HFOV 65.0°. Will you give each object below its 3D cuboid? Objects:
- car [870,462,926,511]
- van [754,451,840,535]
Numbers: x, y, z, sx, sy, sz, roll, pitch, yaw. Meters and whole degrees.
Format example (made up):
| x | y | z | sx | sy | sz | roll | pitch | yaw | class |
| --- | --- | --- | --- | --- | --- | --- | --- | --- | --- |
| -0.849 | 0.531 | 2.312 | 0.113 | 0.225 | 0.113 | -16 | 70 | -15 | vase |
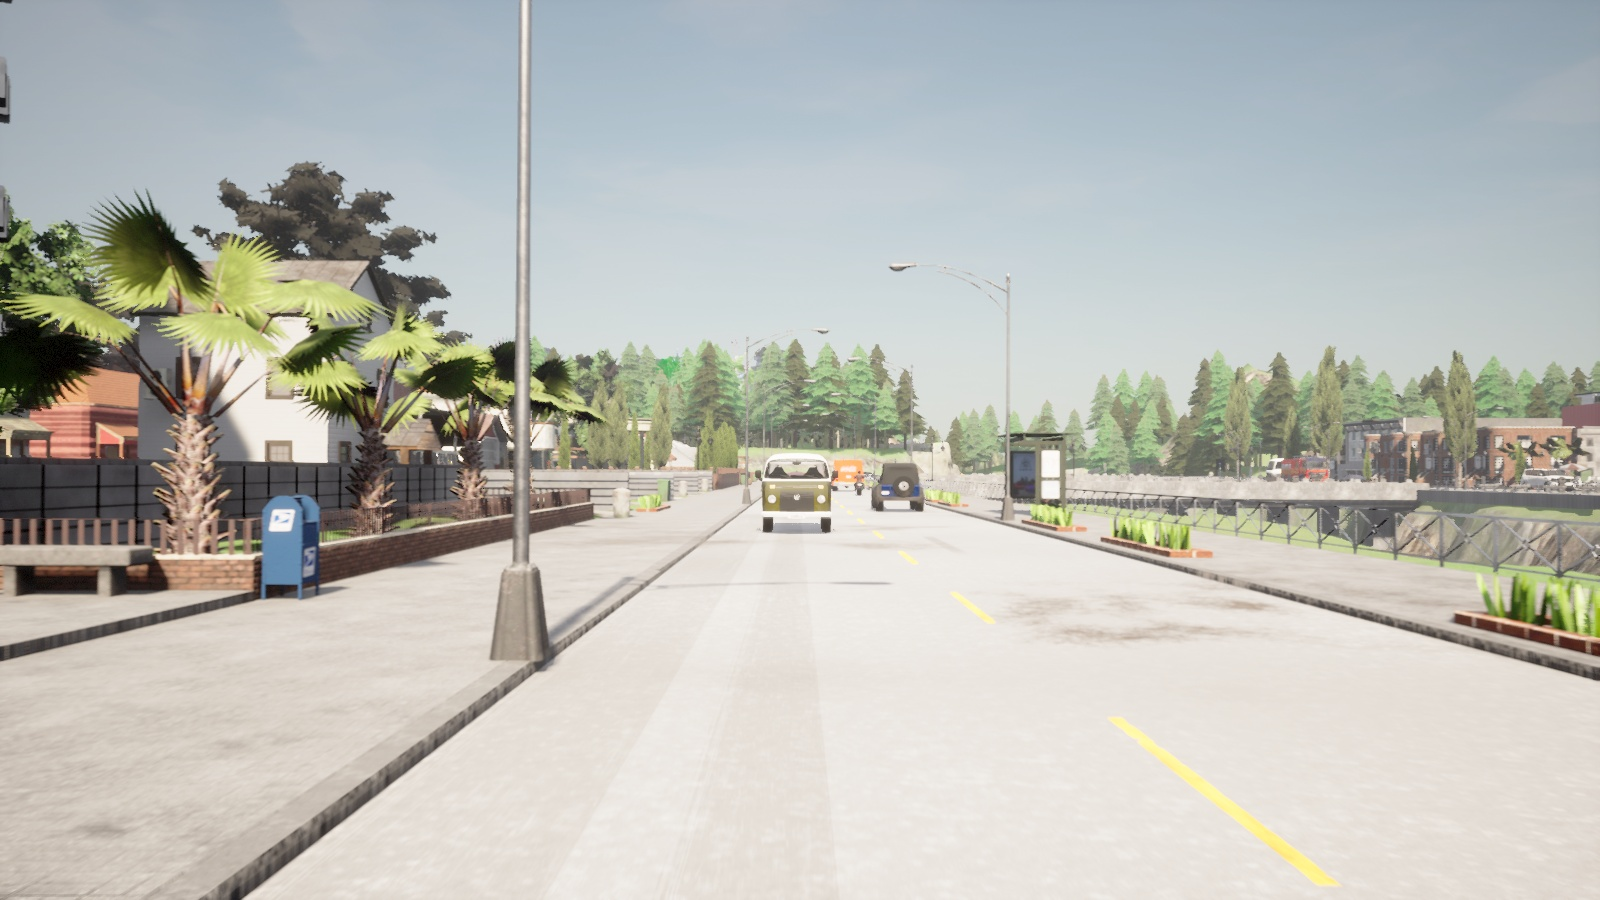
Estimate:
| x | y | z | sx | sy | sz | roll | pitch | yaw | class |
| --- | --- | --- | --- | --- | --- | --- | --- | --- | --- |
| 3.882 | 1.435 | 50.191 | 1.905 | 1.878 | 3.866 | 0 | -1 | 0 | car |
| -0.078 | 1.087 | 32.787 | 2.069 | 2.038 | 4.480 | 0 | -1 | 0 | van |
